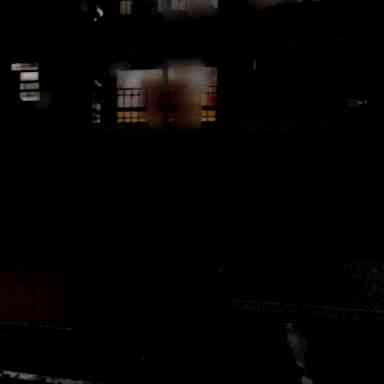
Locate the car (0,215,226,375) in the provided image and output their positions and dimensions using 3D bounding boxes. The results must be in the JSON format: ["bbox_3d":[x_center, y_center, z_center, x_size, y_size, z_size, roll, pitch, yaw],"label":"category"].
[{"bbox_3d":[-1.947,1.298,5.216,5.009,1.841,2.192,2,-1,9],"label":"car"}]
